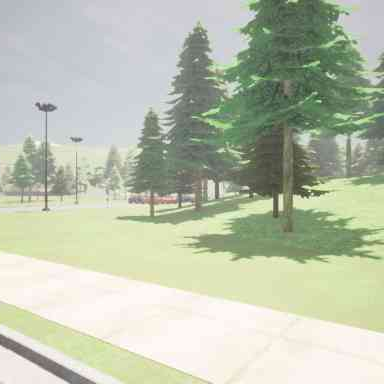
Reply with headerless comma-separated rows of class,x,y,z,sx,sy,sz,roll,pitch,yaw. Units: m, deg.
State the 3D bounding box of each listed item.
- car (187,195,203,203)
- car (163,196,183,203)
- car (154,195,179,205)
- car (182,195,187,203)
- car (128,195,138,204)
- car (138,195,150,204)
car,1.508,1.564,67.708,1.994,1.385,4.181,0,0,36
car,-4.092,1.554,71.889,1.994,1.385,4.181,0,0,36
car,-4.528,1.352,59.385,2.097,1.767,4.553,0,0,37
car,-1.579,1.352,69.418,2.097,1.767,4.553,0,0,36
car,-9.990,1.352,63.696,2.097,1.767,4.553,0,0,37
car,-7.229,1.352,61.621,2.097,1.767,4.553,0,0,37
